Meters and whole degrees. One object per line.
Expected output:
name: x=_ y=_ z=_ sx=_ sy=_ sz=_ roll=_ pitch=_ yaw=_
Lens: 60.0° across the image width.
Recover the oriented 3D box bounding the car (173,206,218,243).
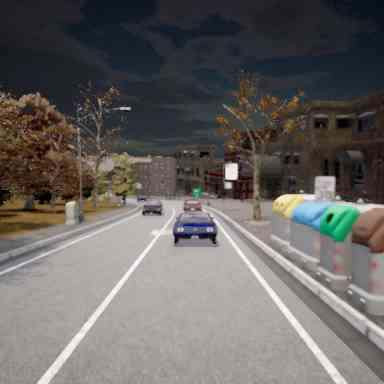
car: x=0.128 y=1.575 z=15.880 sx=1.895 sy=1.301 sz=4.718 roll=0 pitch=0 yaw=0

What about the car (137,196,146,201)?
car: x=-10.928 y=1.535 z=73.382 sx=1.895 sy=1.301 sz=4.718 roll=-2 pitch=0 yaw=-18

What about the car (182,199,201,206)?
car: x=-0.026 y=1.464 z=33.557 sx=1.812 sy=1.442 sz=4.674 roll=0 pitch=0 yaw=-2

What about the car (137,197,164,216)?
car: x=-3.667 y=1.499 z=31.929 sx=2.033 sy=1.411 sz=5.357 roll=0 pitch=0 yaw=-2
